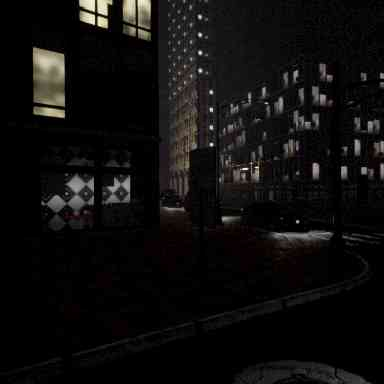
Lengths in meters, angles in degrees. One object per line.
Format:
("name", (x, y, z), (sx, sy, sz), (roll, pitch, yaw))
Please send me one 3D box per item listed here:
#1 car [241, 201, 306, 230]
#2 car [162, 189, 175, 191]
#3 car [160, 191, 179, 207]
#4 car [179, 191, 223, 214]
("car", (4.738, 1.339, 20.040), (1.837, 1.490, 4.892), (-1, 1, -22))
("car", (-4.035, 0.537, 54.629), (2.150, 2.045, 5.566), (-1, 1, -18))
("car", (-2.395, 1.036, 40.667), (1.837, 1.490, 4.892), (-1, 1, -18))
("car", (0.903, 0.895, 30.930), (2.150, 2.045, 5.566), (-1, 1, -19))
